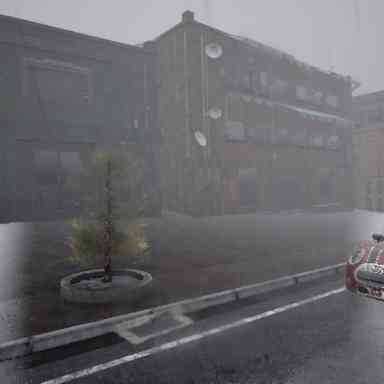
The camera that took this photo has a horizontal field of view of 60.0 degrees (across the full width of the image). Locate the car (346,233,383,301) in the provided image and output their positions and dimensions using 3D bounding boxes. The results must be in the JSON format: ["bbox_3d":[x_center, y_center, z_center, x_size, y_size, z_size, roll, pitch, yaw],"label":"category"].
[{"bbox_3d":[5.492,1.406,7.661,4.553,1.767,2.097,1,-1,-38],"label":"car"}]
